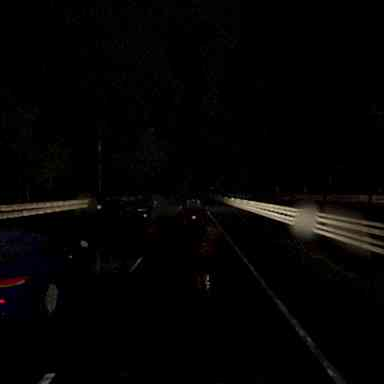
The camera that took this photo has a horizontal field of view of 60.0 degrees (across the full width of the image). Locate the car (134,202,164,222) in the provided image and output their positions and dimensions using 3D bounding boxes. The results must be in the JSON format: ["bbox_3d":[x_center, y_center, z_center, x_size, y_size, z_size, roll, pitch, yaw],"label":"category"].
[{"bbox_3d":[-3.366,1.504,26.490,2.128,1.511,4.902,0,0,0],"label":"car"}]

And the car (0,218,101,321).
[{"bbox_3d":[-3.391,1.529,7.176,1.812,1.442,4.674,0,0,0],"label":"car"}]

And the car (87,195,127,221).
[{"bbox_3d":[-6.865,1.235,27.265,2.150,2.045,5.566,0,0,0],"label":"car"}]

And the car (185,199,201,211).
[{"bbox_3d":[0.156,1.621,41.383,1.895,1.301,4.718,0,0,0],"label":"car"}]

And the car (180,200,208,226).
[{"bbox_3d":[0.131,1.489,23.775,1.882,1.535,5.008,0,0,0],"label":"car"}]
